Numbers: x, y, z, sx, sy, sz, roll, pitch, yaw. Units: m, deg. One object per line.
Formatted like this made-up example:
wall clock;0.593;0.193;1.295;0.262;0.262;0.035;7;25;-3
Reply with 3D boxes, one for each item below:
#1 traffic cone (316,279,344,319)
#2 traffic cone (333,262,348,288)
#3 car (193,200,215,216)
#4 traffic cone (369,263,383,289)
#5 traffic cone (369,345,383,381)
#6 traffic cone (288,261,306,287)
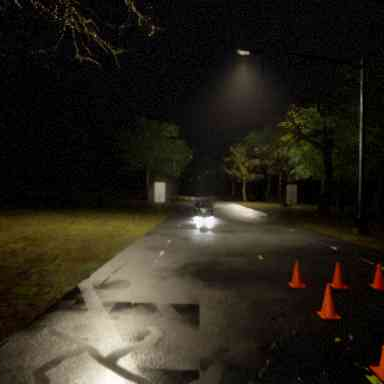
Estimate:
traffic cone;2.527;1.993;6.172;0.340;0.580;0.340;1;0;1
traffic cone;3.575;2.009;8.147;0.340;0.580;0.340;1;0;1
car;1.165;1.529;33.064;2.128;1.511;4.902;1;0;1
traffic cone;4.573;2.024;8.123;0.340;0.580;0.340;1;0;1
traffic cone;2.479;1.992;4.172;0.340;0.580;0.340;1;0;1
traffic cone;2.575;1.993;8.171;0.340;0.580;0.340;1;0;1
